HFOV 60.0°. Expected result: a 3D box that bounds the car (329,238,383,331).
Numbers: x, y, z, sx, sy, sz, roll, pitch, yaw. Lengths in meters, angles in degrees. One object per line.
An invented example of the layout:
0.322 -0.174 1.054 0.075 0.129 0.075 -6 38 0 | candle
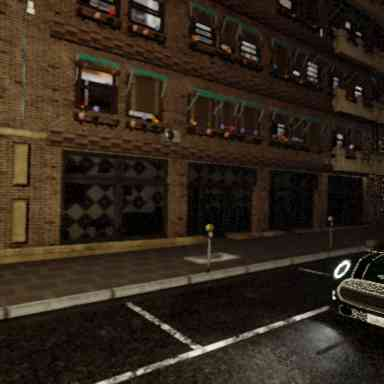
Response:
4.665 1.392 6.386 4.553 1.767 2.097 0 0 -35 | car
